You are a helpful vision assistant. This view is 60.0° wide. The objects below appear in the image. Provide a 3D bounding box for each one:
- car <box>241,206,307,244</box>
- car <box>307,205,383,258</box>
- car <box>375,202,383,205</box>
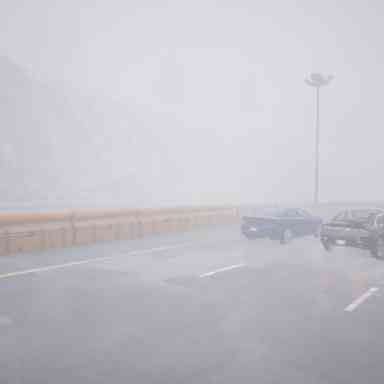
[{"bbox_3d":[4.270,1.359,15.224,5.008,1.535,1.882,0,1,-45],"label":"car"},{"bbox_3d":[6.620,1.441,12.633,4.902,1.511,2.128,0,1,-45],"label":"car"},{"bbox_3d":[14.625,1.482,24.602,5.357,1.411,2.033,0,1,-39],"label":"car"}]
